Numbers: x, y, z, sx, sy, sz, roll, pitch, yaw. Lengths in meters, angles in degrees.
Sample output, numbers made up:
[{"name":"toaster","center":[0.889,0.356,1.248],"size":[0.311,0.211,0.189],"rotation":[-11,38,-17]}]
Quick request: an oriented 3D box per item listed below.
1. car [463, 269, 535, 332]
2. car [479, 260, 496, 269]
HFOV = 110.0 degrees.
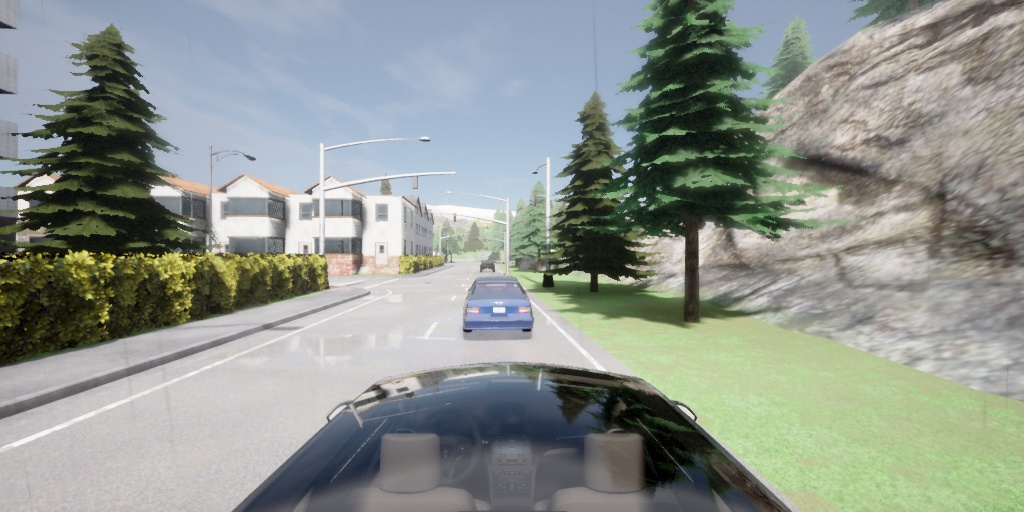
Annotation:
[{"name":"car","center":[-0.478,1.297,10.802],"size":[2.033,1.411,5.357],"rotation":[0,0,-4]},{"name":"car","center":[-3.105,1.255,45.276],"size":[1.837,1.490,4.892],"rotation":[0,0,-4]}]
